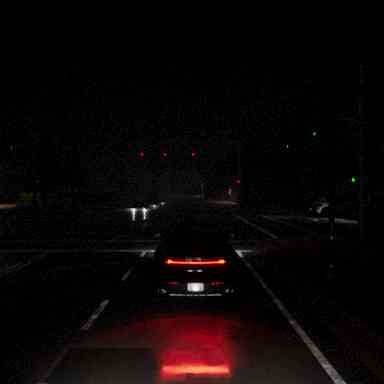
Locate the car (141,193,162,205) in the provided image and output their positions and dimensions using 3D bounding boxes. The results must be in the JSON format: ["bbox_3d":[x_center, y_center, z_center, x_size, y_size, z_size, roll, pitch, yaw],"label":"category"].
[{"bbox_3d":[-7.156,1.187,58.993,2.150,2.045,5.566,0,1,0],"label":"car"}]

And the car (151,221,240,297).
[{"bbox_3d":[0.072,1.500,8.534,1.837,1.490,4.892,0,0,0],"label":"car"}]

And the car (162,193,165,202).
[{"bbox_3d":[-7.112,1.188,73.280,2.150,2.045,5.566,0,0,0],"label":"car"}]

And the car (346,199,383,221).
[{"bbox_3d":[15.206,1.512,26.473,4.674,1.442,1.812,0,0,-1],"label":"car"}]

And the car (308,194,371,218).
[{"bbox_3d":[13.433,1.207,29.918,5.566,2.045,2.150,0,0,-1],"label":"car"}]

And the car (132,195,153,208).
[{"bbox_3d":[-7.156,1.502,47.165,1.812,1.442,4.674,0,0,0],"label":"car"}]
